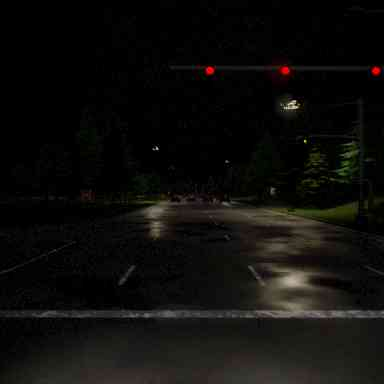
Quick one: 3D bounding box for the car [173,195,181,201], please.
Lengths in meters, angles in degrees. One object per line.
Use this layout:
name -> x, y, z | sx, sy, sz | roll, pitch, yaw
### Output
car -> -3.592, 1.357, 80.774 | 1.812, 1.442, 4.674 | 0, 0, 0

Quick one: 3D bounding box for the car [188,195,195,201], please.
car -> -0.092, 1.357, 80.778 | 1.812, 1.442, 4.674 | 0, 0, 0

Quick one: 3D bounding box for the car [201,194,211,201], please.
car -> 3.408, 1.358, 80.782 | 2.128, 1.511, 4.902 | 0, 0, 0

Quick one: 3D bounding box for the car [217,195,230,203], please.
car -> 6.919, 1.545, 70.783 | 1.994, 1.385, 4.181 | 0, 0, 0

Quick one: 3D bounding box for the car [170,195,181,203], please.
car -> -3.580, 1.517, 70.771 | 1.812, 1.442, 4.674 | 0, 0, 0

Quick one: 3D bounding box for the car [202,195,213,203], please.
car -> 3.420, 1.545, 70.779 | 1.994, 1.385, 4.181 | 0, 0, 0

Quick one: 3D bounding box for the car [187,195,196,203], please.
car -> -0.080, 1.531, 70.358 | 2.033, 1.411, 5.357 | 0, 0, 0
